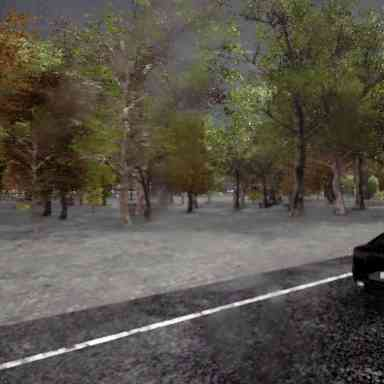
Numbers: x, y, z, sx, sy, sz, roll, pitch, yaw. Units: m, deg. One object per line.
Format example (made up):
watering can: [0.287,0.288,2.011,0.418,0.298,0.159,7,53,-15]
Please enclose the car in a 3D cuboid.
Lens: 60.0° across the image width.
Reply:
car: [5.800,1.483,7.883,5.008,1.535,1.882,0,0,-35]
